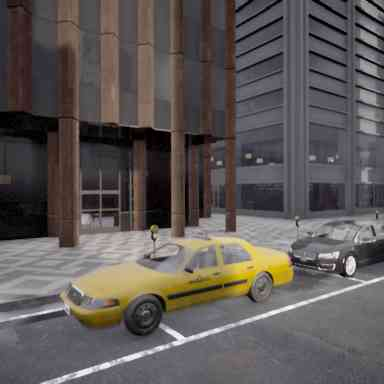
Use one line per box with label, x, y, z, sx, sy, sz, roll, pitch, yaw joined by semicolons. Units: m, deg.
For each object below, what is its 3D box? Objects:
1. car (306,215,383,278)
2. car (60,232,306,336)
car;4.710;1.549;10.027;4.403;1.369;2.008;0;0;-36
car;-0.011;1.524;6.648;4.829;1.417;1.752;0;0;-36
